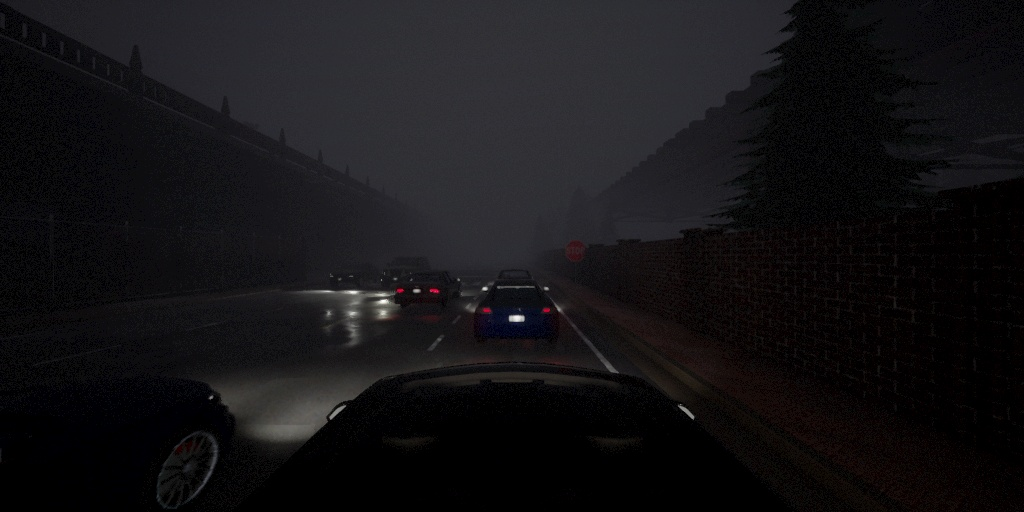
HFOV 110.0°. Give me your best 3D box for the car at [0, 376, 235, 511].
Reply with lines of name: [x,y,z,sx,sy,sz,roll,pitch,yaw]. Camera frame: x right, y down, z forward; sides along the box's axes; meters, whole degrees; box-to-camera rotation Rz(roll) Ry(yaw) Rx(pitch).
car: [-3.406,1.276,1.245,1.812,1.442,4.674,0,0,0]

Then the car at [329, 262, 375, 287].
car: [-10.469,1.160,24.220,1.837,1.490,4.892,0,0,0]

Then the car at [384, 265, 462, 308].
car: [-3.382,1.293,15.273,2.033,1.411,5.357,0,0,0]

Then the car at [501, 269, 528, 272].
car: [0.124,1.345,18.669,1.895,1.301,4.718,0,0,0]

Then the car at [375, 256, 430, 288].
car: [-6.969,1.018,24.181,2.150,2.045,5.566,0,0,0]

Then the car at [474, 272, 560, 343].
car: [0.103,1.311,9.711,1.994,1.385,4.181,0,0,0]
